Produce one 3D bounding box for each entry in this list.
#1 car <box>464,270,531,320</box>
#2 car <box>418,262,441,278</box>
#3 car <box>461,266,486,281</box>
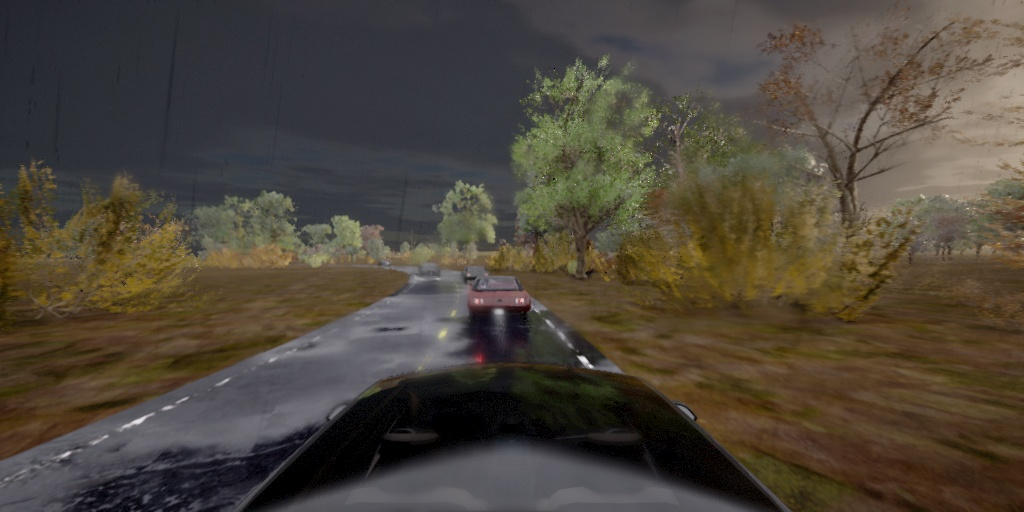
[{"bbox_3d":[-0.564,1.365,12.762,1.895,1.301,4.718,0,0,-5],"label":"car"},{"bbox_3d":[-8.161,1.342,35.463,1.837,1.490,4.892,0,0,-16],"label":"car"},{"bbox_3d":[-2.970,1.401,28.105,1.895,1.301,4.718,0,0,-12],"label":"car"}]
